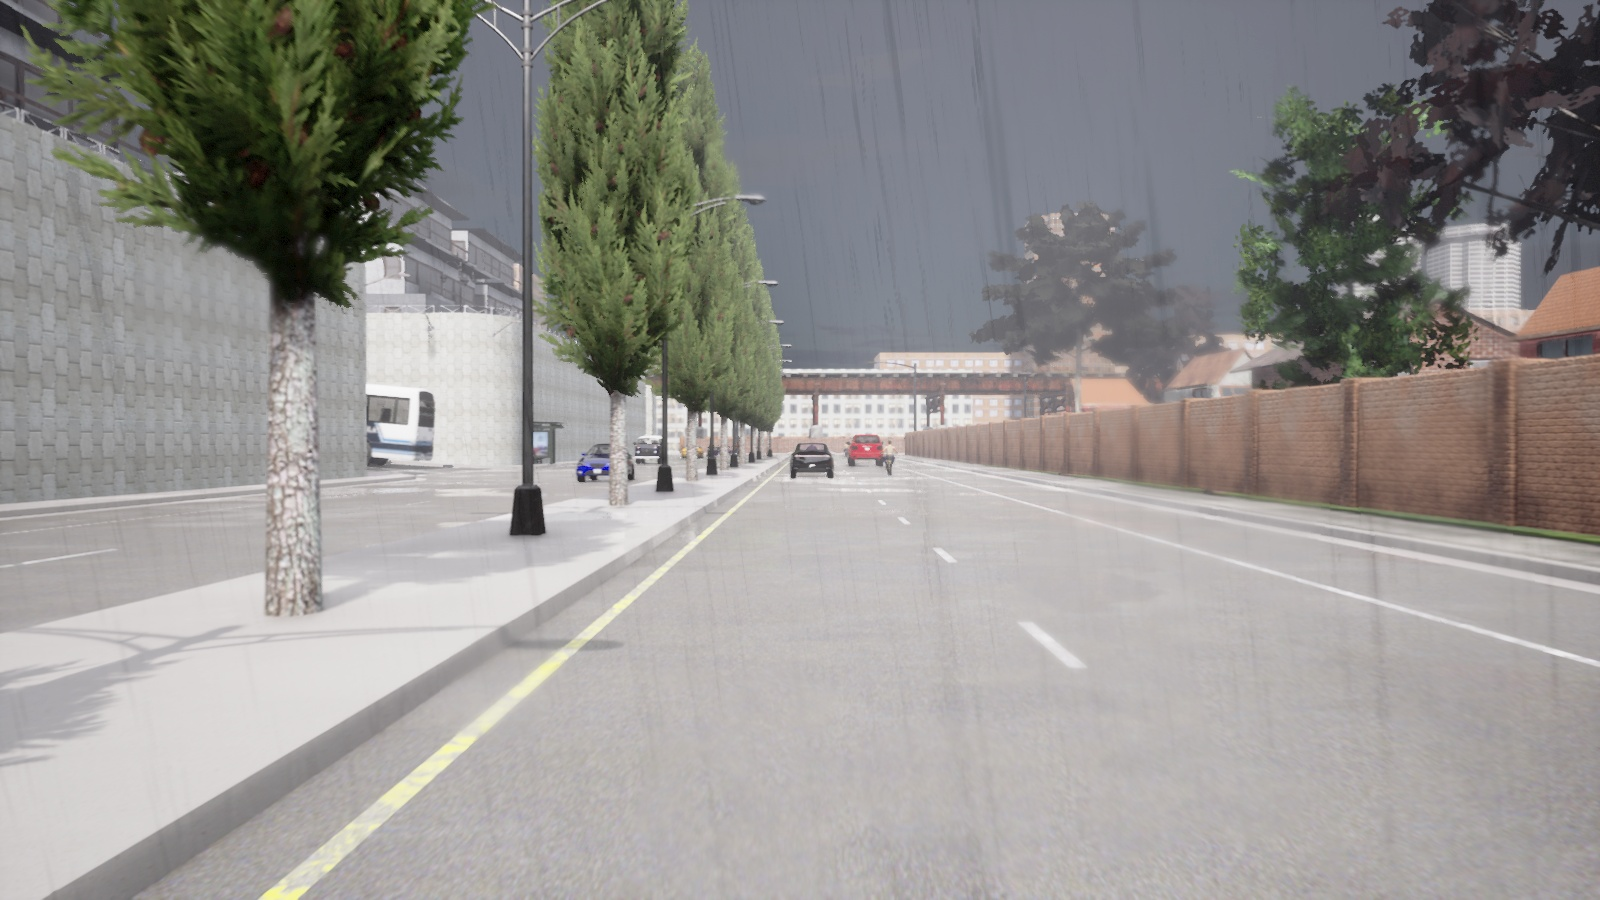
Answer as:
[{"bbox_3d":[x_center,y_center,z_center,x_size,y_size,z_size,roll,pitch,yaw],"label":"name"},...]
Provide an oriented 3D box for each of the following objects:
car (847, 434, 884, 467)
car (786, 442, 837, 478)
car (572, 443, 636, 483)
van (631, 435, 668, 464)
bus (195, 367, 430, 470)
[{"bbox_3d":[4.231,0.019,81.496,2.150,2.045,5.566,0,0,1],"label":"car"},{"bbox_3d":[0.492,0.404,54.220,2.128,1.511,4.902,0,0,0],"label":"car"},{"bbox_3d":[-7.558,0.484,48.817,1.816,1.474,4.193,0,0,0],"label":"car"},{"bbox_3d":[-10.692,-0.034,89.675,2.069,2.038,4.480,0,0,1],"label":"van"},{"bbox_3d":[-25.067,-1.569,65.031,10.273,4.253,3.944,5,0,1],"label":"bus"}]
